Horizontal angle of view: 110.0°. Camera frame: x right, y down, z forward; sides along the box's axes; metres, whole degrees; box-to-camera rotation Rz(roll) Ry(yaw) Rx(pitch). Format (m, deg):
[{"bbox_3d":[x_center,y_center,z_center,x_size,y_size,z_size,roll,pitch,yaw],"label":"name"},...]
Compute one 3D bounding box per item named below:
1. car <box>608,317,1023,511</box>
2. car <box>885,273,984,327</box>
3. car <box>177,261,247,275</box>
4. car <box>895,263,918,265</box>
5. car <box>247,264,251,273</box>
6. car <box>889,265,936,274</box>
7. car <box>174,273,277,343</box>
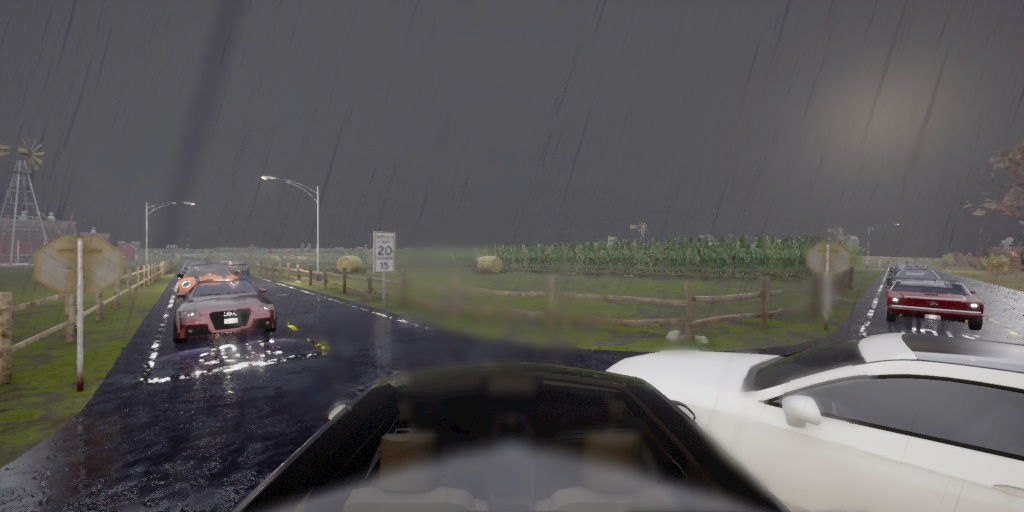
[{"bbox_3d":[2.825,1.294,2.458,1.812,1.442,4.674,0,1,-44],"label":"car"},{"bbox_3d":[13.436,1.402,11.599,4.718,1.301,1.895,0,1,-43],"label":"car"},{"bbox_3d":[-13.834,1.144,16.406,2.097,1.767,4.553,0,0,-42],"label":"car"},{"bbox_3d":[27.174,1.411,24.519,4.181,1.385,1.994,0,1,-43],"label":"car"},{"bbox_3d":[-27.241,1.292,35.537,2.128,1.511,4.902,0,0,-42],"label":"car"},{"bbox_3d":[20.465,1.370,18.214,5.357,1.411,2.033,0,1,-43],"label":"car"},{"bbox_3d":[-8.010,1.357,9.966,1.994,1.385,4.181,0,0,-43],"label":"car"}]
